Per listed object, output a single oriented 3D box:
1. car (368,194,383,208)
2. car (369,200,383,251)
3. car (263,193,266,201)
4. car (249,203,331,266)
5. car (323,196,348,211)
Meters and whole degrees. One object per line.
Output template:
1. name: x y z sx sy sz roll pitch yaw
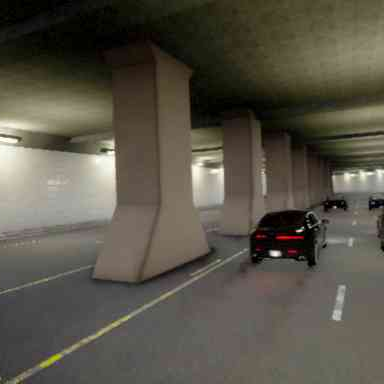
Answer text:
1. car: 16.422 0.866 29.051 1.895 1.301 4.718 -2 0 27
2. car: 7.727 1.209 11.978 2.033 1.411 5.357 -2 0 27
3. car: 9.744 0.933 47.003 2.128 1.511 4.902 -2 0 27
4. car: 3.299 1.333 10.995 1.837 1.490 4.892 -2 0 27
5. car: 13.306 0.973 30.643 1.895 1.301 4.718 -2 0 27
